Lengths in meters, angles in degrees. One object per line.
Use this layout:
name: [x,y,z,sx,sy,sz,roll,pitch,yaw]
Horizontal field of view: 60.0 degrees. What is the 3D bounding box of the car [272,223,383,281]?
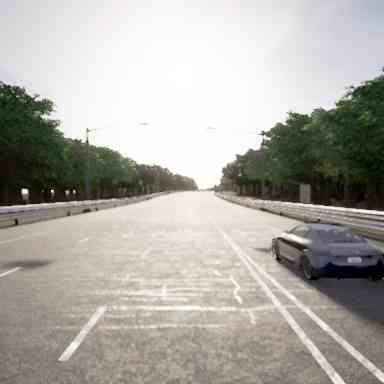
car: [3.832,1.616,10.003,1.994,1.385,4.181,0,0,-2]
